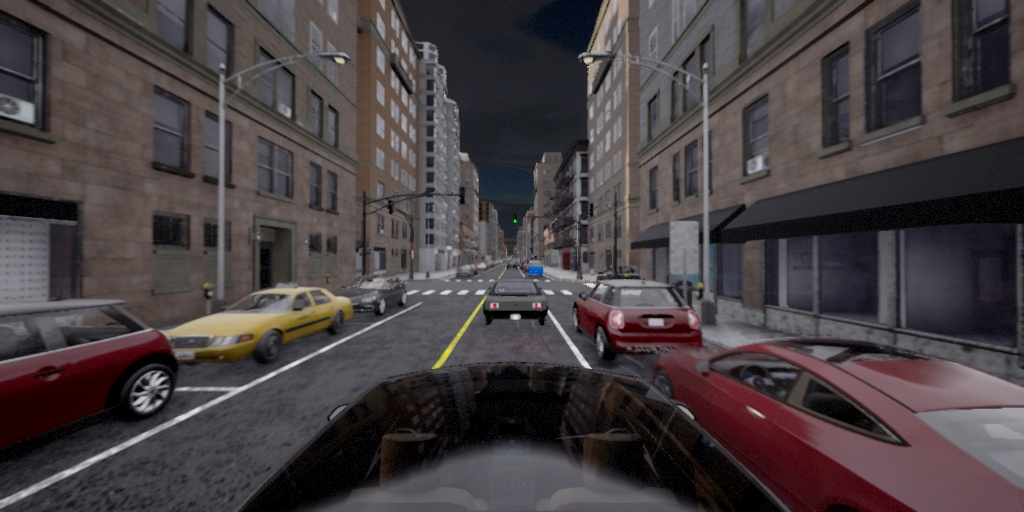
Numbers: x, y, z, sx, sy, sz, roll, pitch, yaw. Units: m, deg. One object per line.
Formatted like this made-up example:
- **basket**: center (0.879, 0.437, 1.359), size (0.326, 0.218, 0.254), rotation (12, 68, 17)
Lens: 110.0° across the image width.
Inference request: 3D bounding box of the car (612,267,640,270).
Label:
- **car**: center (8.629, 1.546, 25.986), size (4.892, 1.490, 1.837), rotation (0, -3, -6)

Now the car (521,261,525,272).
- **car**: center (2.657, 1.810, 52.450), size (1.802, 1.307, 4.207), rotation (0, 0, 0)

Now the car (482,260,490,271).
- **car**: center (-5.364, 1.858, 63.639), size (1.751, 1.417, 4.829), rotation (0, 0, 0)

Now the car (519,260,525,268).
- **car**: center (2.661, 1.914, 63.813), size (1.802, 1.307, 4.207), rotation (0, 0, 0)

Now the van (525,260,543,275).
- **van**: center (2.652, 1.462, 41.088), size (1.690, 1.789, 3.998), rotation (0, 0, 0)

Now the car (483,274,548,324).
- **car**: center (0.104, 1.452, 12.352), size (1.895, 1.301, 4.718), rotation (0, -1, 0)

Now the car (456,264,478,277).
- **car**: center (-5.373, 1.672, 41.082), size (2.007, 1.370, 4.403), rotation (0, 0, 0)

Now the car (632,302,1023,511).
- **car**: center (2.638, 1.344, 2.971), size (1.802, 1.307, 4.207), rotation (0, 0, 0)

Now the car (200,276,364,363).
- **car**: center (-5.385, 1.340, 8.314), size (1.751, 1.417, 4.829), rotation (0, 0, 0)

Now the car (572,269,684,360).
- **car**: center (2.640, 1.254, 8.489), size (1.967, 1.591, 4.097), rotation (0, 0, 0)

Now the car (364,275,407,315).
- **car**: center (-5.383, 1.417, 14.002), size (2.007, 1.370, 4.403), rotation (0, 0, 0)

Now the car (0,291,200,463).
- **car**: center (-5.387, 1.202, 2.966), size (1.967, 1.591, 4.097), rotation (0, 0, 0)

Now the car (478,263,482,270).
- **car**: center (-5.371, 1.720, 46.764), size (1.888, 1.381, 4.507), rotation (0, 0, 0)
